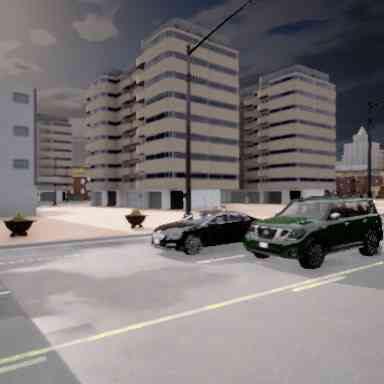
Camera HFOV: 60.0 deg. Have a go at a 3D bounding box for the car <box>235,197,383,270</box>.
[{"bbox_3d":[4.353,1.198,11.388,5.566,2.045,2.150,0,0,-35],"label":"car"}]

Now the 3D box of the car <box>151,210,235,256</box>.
[{"bbox_3d":[0.755,1.471,13.122,4.902,1.511,2.128,0,0,-35],"label":"car"}]
